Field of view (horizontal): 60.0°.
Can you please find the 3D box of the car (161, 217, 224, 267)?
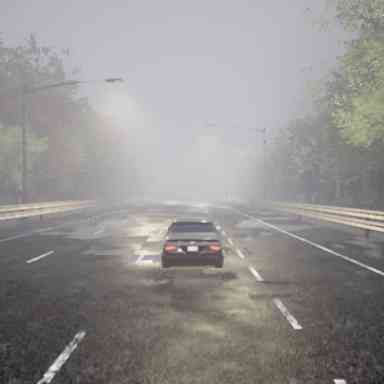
[{"bbox_3d":[0.014,1.553,11.308,2.033,1.411,5.357,0,0,0],"label":"car"}]
